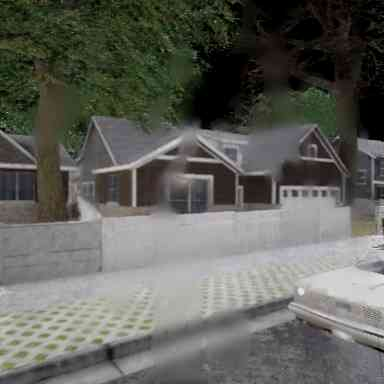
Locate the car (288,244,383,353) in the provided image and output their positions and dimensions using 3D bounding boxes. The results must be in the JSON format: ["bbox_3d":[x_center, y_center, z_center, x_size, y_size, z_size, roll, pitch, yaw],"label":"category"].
[{"bbox_3d":[3.840,1.608,5.691,4.718,1.301,1.895,0,0,-34],"label":"car"}]
